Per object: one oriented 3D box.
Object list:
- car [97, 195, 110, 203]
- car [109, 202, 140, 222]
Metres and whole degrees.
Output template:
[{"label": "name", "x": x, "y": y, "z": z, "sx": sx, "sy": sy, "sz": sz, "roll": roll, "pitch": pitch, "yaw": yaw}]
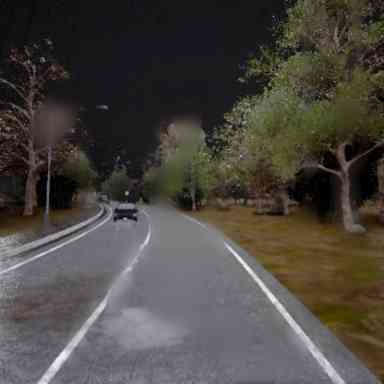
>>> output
[{"label": "car", "x": -17.640, "y": 1.374, "z": 66.380, "sx": 2.128, "sy": 1.511, "sz": 4.902, "roll": 2, "pitch": 0, "yaw": -25}, {"label": "car", "x": -5.239, "y": 1.558, "z": 26.823, "sx": 2.033, "sy": 1.411, "sz": 5.357, "roll": 1, "pitch": 0, "yaw": -9}]
